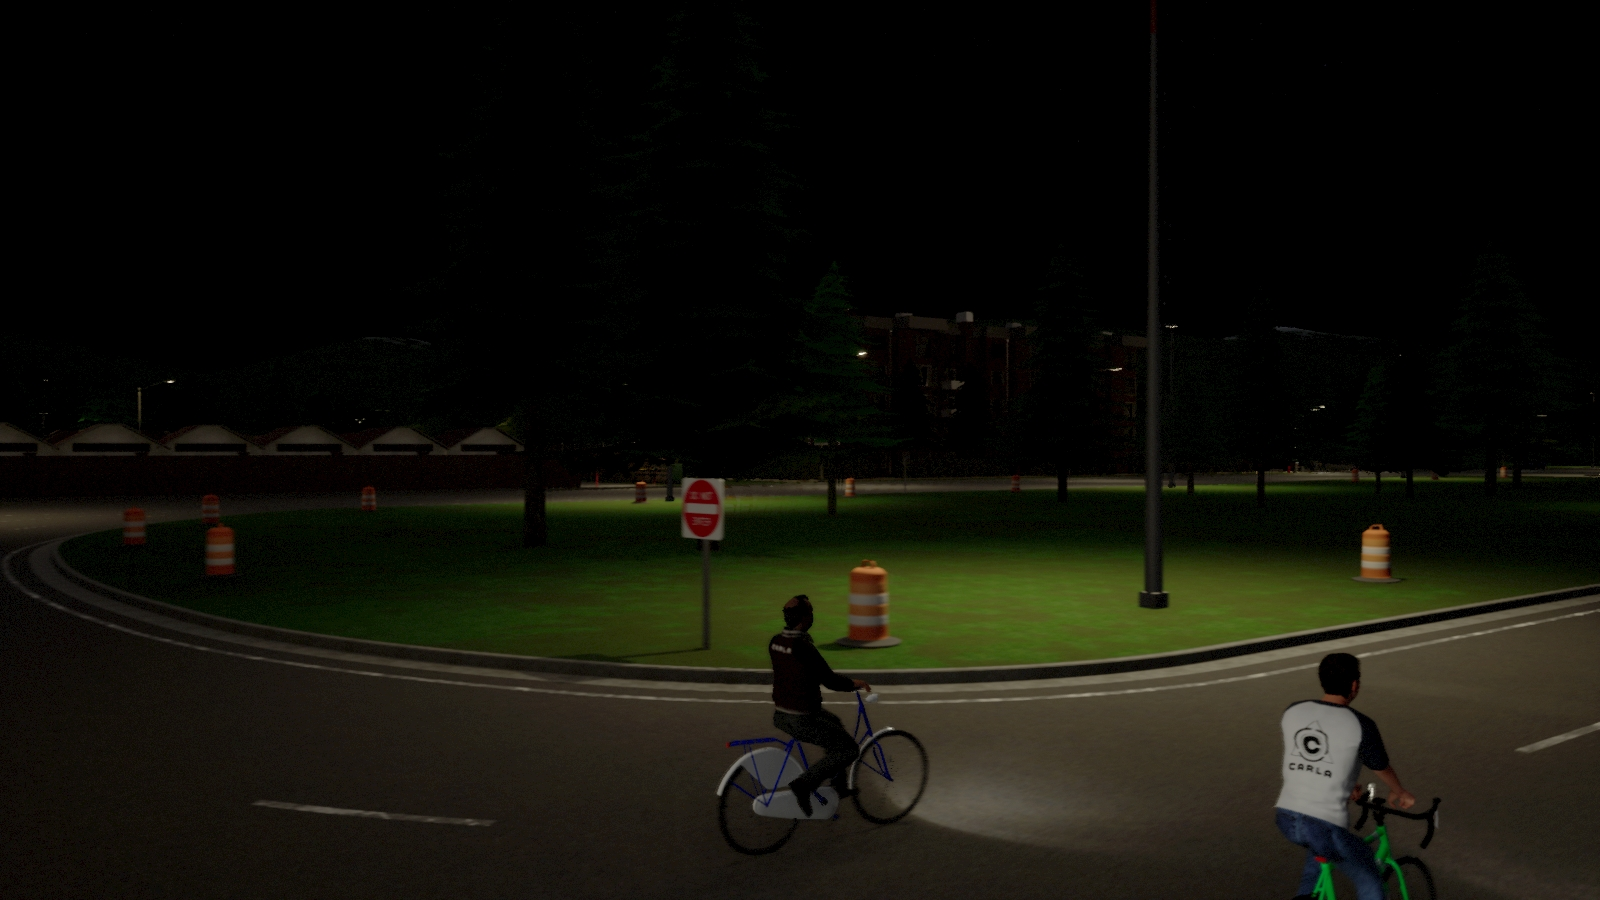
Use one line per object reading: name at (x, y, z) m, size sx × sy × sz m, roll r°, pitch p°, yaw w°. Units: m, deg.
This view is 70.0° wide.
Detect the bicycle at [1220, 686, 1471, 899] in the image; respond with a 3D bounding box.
bicycle at (2.765, 2.056, 5.722) m, size 1.643 × 1.496 × 0.373 m, roll 0°, pitch 0°, yaw -35°

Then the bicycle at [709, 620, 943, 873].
bicycle at (0.227, 2.060, 8.225) m, size 1.835 × 1.471 × 0.329 m, roll 0°, pitch 0°, yaw -35°
